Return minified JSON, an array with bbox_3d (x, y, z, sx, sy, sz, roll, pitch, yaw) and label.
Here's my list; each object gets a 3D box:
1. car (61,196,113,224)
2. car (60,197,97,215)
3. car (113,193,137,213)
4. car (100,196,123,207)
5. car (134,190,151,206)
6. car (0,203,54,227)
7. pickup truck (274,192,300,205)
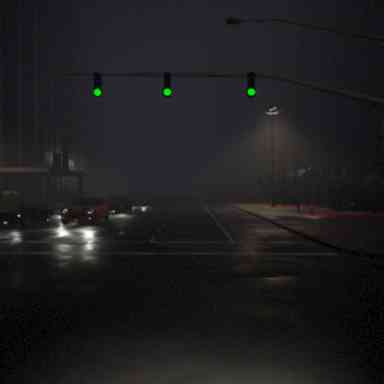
[{"bbox_3d":[-7.106,1.156,22.560,2.097,1.767,4.553,0,0,0],"label":"car"},{"bbox_3d":[-10.606,1.233,31.403,1.837,1.490,4.892,0,0,0],"label":"car"},{"bbox_3d":[-7.106,1.192,32.909,1.882,1.535,5.008,0,0,0],"label":"car"},{"bbox_3d":[-10.581,1.218,44.225,1.895,1.301,4.718,0,0,0],"label":"car"},{"bbox_3d":[-7.074,0.819,46.139,2.150,2.045,5.566,0,1,0],"label":"car"},{"bbox_3d":[-10.606,1.417,21.142,1.895,1.301,4.718,0,1,0],"label":"car"},{"bbox_3d":[13.107,0.665,45.575,2.390,2.098,6.274,0,1,30],"label":"pickup truck"}]
